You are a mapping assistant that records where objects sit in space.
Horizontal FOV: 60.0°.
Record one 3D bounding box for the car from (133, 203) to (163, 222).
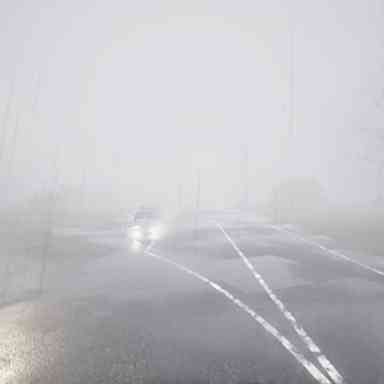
[{"bbox_3d":[-3.435,1.601,26.583,1.895,1.301,4.718,0,0,0],"label":"car"}]
